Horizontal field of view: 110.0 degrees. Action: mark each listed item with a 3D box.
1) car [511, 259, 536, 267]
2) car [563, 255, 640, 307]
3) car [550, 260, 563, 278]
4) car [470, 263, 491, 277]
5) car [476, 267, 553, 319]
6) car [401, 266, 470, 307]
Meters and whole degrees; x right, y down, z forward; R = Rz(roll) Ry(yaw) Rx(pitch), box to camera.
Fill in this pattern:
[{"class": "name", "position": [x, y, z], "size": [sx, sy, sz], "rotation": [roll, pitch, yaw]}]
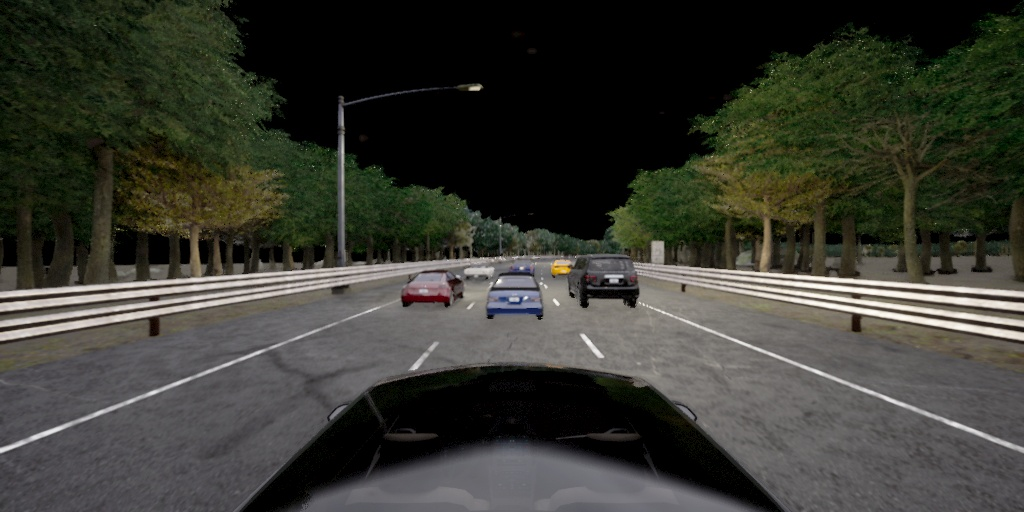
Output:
[{"class": "car", "position": [0.950, 1.002, 31.085], "size": [2.097, 1.767, 4.553], "rotation": [0, 0, 4]}, {"class": "car", "position": [3.732, 0.953, 15.466], "size": [2.150, 2.045, 5.566], "rotation": [0, 1, 2]}, {"class": "car", "position": [4.584, 1.113, 32.840], "size": [1.882, 1.535, 5.008], "rotation": [0, 0, 4]}, {"class": "car", "position": [-2.635, 1.263, 30.081], "size": [1.895, 1.301, 4.718], "rotation": [0, 0, 4]}, {"class": "car", "position": [0.144, 1.287, 12.805], "size": [2.033, 1.411, 5.357], "rotation": [0, 0, 2]}, {"class": "car", "position": [-3.263, 1.295, 15.506], "size": [1.994, 1.385, 4.181], "rotation": [0, 0, 2]}]
